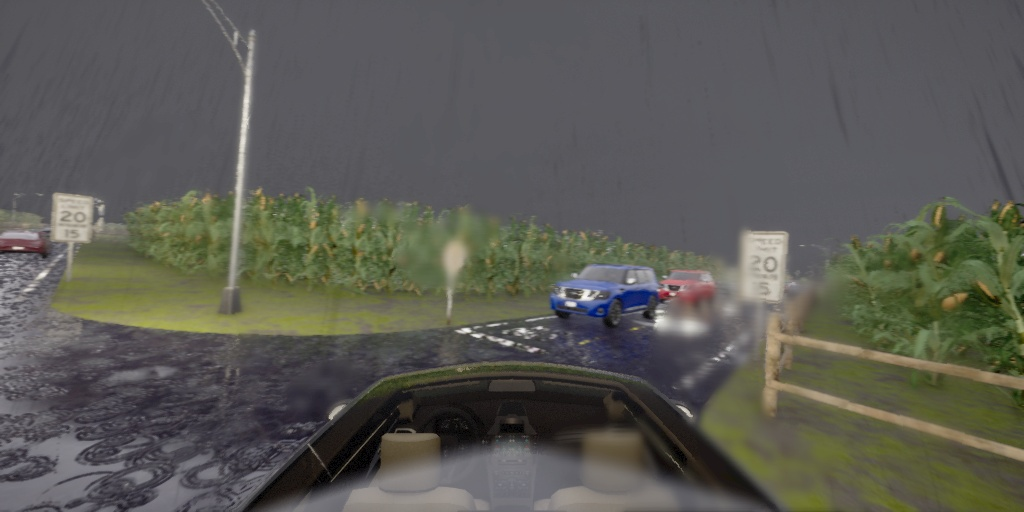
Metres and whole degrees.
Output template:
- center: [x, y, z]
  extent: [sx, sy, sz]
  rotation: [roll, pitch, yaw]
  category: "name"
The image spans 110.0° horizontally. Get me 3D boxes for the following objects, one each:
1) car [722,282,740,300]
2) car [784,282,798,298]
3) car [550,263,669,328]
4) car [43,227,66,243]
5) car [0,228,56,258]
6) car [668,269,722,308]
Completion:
- center: [17.196, 2.737, 29.101]
  extent: [1.895, 1.301, 4.718]
  rotation: [3, -1, 41]
  category: "car"
- center: [27.720, 3.424, 36.791]
  extent: [1.837, 1.490, 4.892]
  rotation: [3, -1, 41]
  category: "car"
- center: [3.702, 1.312, 13.437]
  extent: [2.150, 2.045, 5.566]
  rotation: [3, -1, 41]
  category: "car"
- center: [-47.750, -2.229, 37.340]
  extent: [4.892, 1.490, 1.837]
  rotation: [4, 0, 40]
  category: "car"
- center: [-27.197, -0.697, 19.993]
  extent: [4.674, 1.442, 1.812]
  rotation: [4, 0, 40]
  category: "car"
- center: [10.459, 1.833, 21.281]
  extent: [2.150, 2.045, 5.566]
  rotation: [3, -1, 41]
  category: "car"
